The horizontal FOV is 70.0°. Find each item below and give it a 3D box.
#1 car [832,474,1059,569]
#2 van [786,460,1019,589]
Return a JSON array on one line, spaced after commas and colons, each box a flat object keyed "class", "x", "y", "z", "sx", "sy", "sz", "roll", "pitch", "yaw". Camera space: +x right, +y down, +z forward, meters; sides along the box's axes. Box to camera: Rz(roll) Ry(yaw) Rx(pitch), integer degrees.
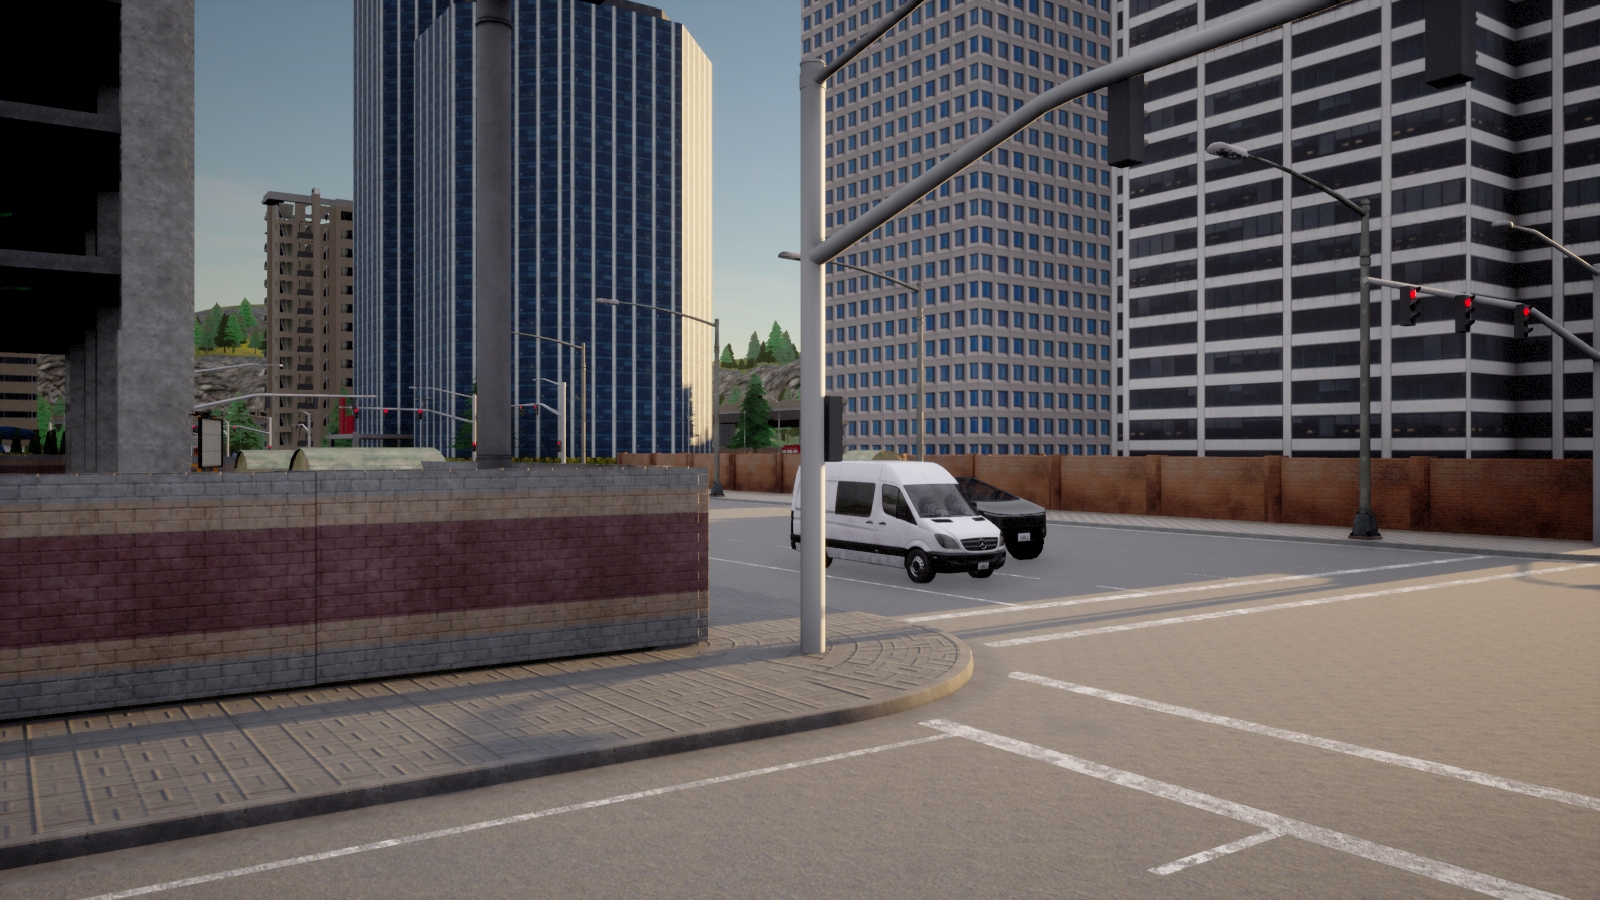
[{"class": "car", "x": 3.654, "y": 1.752, "z": 30.193, "sx": 2.390, "sy": 2.098, "sz": 6.274, "roll": 0, "pitch": 0, "yaw": -35}, {"class": "van", "x": 2.162, "y": 1.533, "z": 26.216, "sx": 1.988, "sy": 2.561, "sz": 5.915, "roll": 0, "pitch": 0, "yaw": -35}]
